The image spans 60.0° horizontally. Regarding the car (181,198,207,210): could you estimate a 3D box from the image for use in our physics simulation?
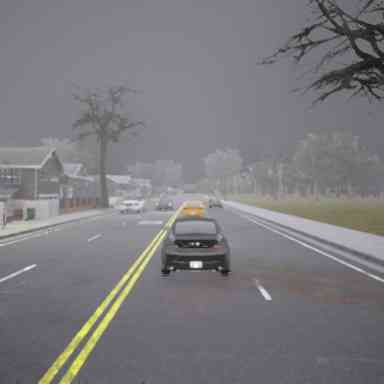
[{"bbox_3d":[0.094,1.531,29.134,1.882,1.535,5.008,0,0,0],"label":"car"}]

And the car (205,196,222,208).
[{"bbox_3d":[3.338,1.630,48.746,2.033,1.411,5.357,0,0,0],"label":"car"}]

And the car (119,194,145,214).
[{"bbox_3d":[-6.614,1.287,37.443,2.150,2.045,5.566,0,0,0],"label":"car"}]

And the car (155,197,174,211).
[{"bbox_3d":[-3.347,1.422,41.380,2.097,1.767,4.553,0,0,0],"label":"car"}]

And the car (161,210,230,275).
[{"bbox_3d":[0.097,1.526,10.532,1.837,1.490,4.892,0,0,0],"label":"car"}]
